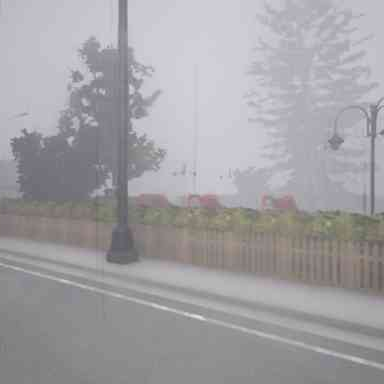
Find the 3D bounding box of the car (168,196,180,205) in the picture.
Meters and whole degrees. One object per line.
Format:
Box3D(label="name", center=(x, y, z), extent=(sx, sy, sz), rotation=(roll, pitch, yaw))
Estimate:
Box3D(label="car", center=(-2.414, 1.405, 57.700), extent=(2.128, 1.511, 4.902), rotation=(0, 0, 35))
